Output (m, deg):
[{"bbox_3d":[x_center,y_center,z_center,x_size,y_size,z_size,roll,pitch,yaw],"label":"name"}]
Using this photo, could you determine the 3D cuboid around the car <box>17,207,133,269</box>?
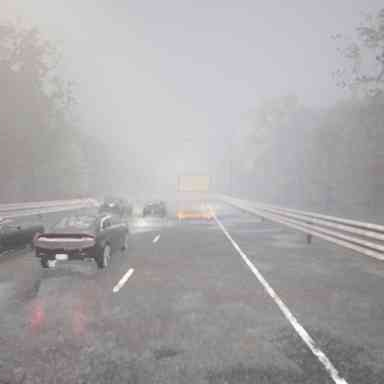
[{"bbox_3d":[-3.348,1.458,11.004,2.128,1.511,4.902,0,0,0],"label":"car"}]

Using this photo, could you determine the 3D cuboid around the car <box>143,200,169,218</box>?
[{"bbox_3d":[-3.122,1.411,29.309,2.128,1.511,4.902,0,0,1],"label":"car"}]

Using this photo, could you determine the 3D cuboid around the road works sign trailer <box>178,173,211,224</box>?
[{"bbox_3d":[0.195,0.406,24.577,2.380,3.560,2.880,0,0,2],"label":"road works sign trailer"}]

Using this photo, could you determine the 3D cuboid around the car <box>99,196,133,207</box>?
[{"bbox_3d":[-6.468,1.153,28.897,2.097,1.767,4.553,8,-1,1],"label":"car"}]

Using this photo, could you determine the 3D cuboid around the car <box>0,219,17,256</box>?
[{"bbox_3d":[-6.853,1.558,11.308,1.895,1.301,4.718,0,0,0],"label":"car"}]
